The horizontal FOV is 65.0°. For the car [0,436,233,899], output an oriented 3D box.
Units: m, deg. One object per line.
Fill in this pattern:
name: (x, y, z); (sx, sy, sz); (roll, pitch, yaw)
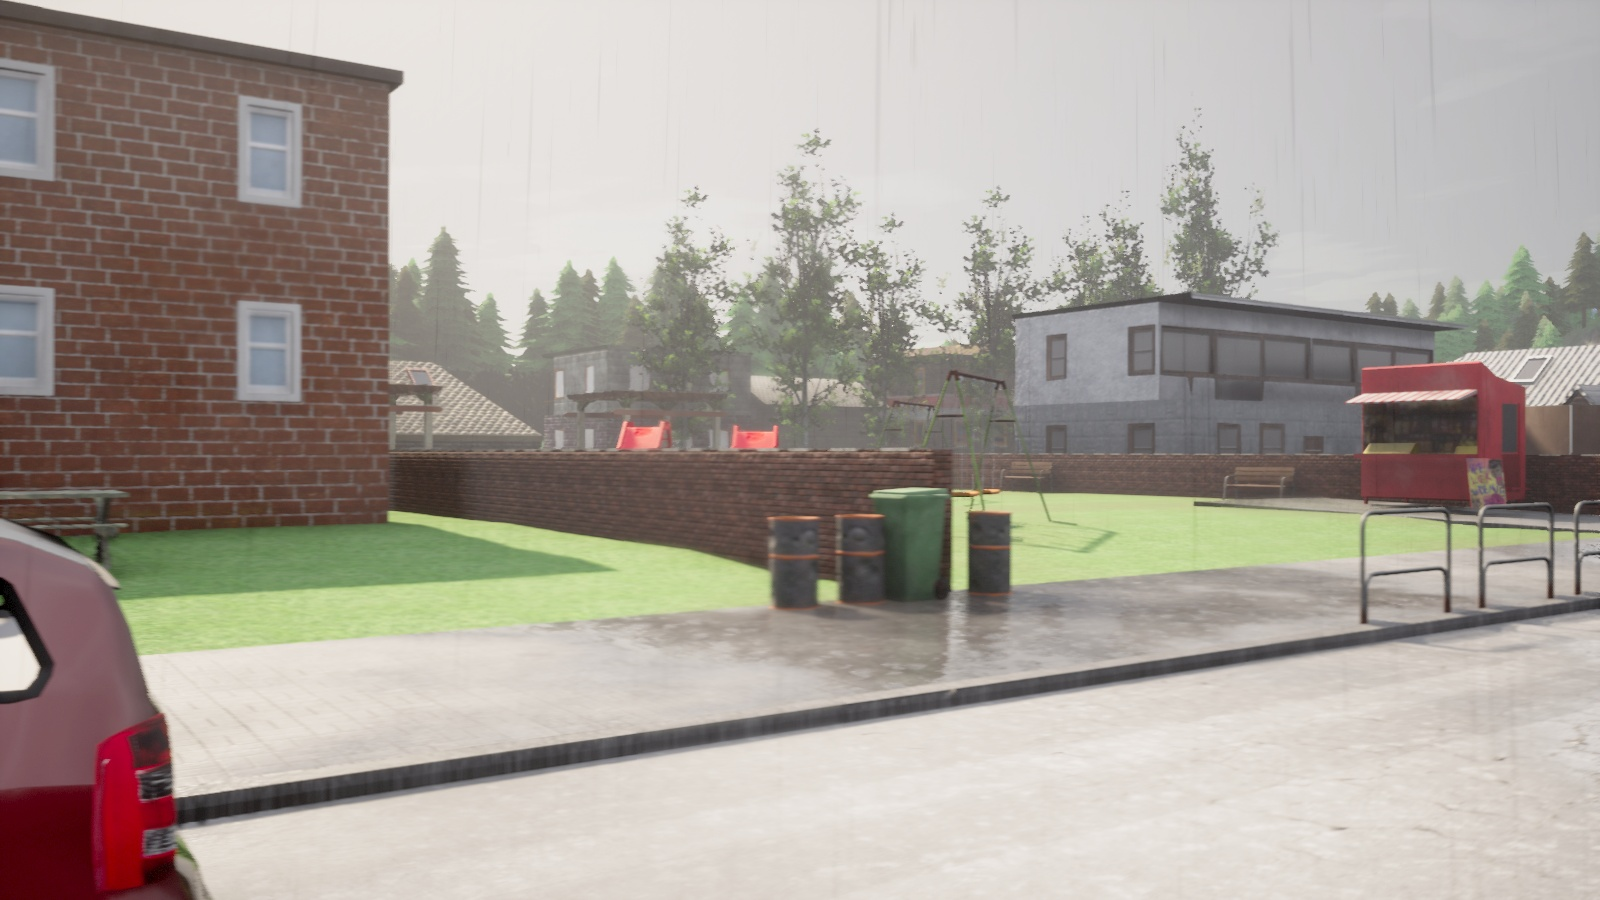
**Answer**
car: (-3.033, 0.739, 1.890); (3.705, 1.549, 1.789); (1, 0, -34)
